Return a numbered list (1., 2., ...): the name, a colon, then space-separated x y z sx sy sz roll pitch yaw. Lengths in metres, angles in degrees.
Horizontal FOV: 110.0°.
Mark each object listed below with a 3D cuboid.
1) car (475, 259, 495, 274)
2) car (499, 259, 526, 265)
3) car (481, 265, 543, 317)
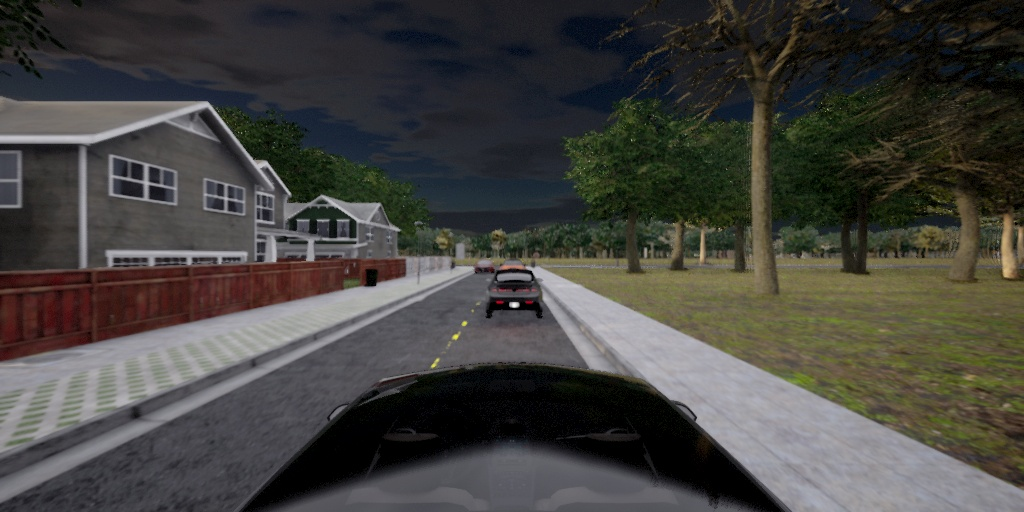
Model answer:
1. car: -2.852 1.092 38.180 1.882 1.535 5.008 0 0 0
2. car: 0.074 1.003 28.490 2.097 1.767 4.553 0 0 0
3. car: 0.079 1.210 13.039 1.837 1.490 4.892 0 0 0
